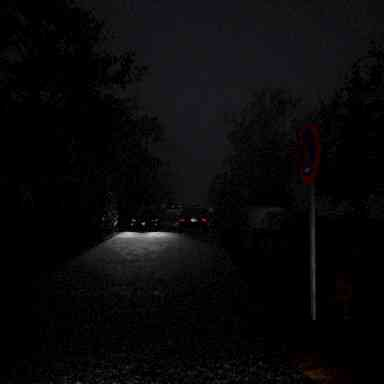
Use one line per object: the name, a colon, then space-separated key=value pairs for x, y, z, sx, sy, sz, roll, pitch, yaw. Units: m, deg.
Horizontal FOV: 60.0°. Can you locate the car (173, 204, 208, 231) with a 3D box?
car: x=0.060 y=1.705 z=21.654 sx=2.033 sy=1.411 sz=5.357 roll=0 pitch=-1 yaw=0

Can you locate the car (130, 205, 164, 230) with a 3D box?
car: x=-2.888 y=1.669 z=22.202 sx=1.837 sy=1.490 sz=4.892 roll=0 pitch=-1 yaw=0

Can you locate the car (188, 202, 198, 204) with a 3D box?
car: x=0.093 y=2.065 z=42.903 sx=1.812 sy=1.442 sz=4.674 roll=0 pitch=-1 yaw=0

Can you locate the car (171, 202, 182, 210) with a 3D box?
car: x=-2.728 y=2.594 z=62.535 sx=1.837 sy=1.490 sz=4.892 roll=0 pitch=-2 yaw=1
